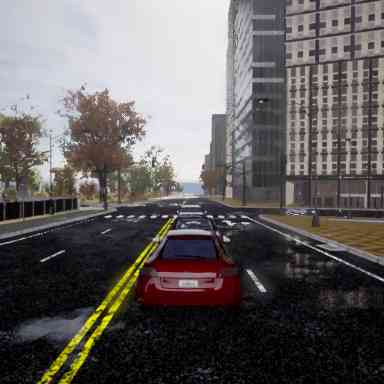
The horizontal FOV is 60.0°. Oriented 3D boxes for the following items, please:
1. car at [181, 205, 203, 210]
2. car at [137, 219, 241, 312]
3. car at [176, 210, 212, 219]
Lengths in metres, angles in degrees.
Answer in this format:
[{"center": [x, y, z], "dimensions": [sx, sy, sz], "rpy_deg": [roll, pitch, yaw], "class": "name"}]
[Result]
[{"center": [-0.008, 1.544, 21.283], "dimensions": [2.033, 1.411, 5.357], "rpy_deg": [0, 0, 0], "class": "car"}, {"center": [-0.023, 1.561, 7.795], "dimensions": [1.994, 1.385, 4.181], "rpy_deg": [0, 0, 1], "class": "car"}, {"center": [0.074, 1.597, 13.043], "dimensions": [1.895, 1.301, 4.718], "rpy_deg": [0, 0, 0], "class": "car"}]
